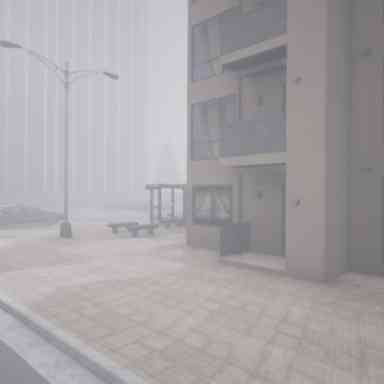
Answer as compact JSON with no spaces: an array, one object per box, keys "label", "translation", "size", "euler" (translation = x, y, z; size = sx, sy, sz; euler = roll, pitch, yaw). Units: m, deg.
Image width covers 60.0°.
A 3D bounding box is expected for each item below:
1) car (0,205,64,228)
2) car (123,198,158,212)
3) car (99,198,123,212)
[{"label":"car","translation":[-11.222,1.538,21.982],"size":[5.357,1.411,2.033],"euler":[0,0,-44]},{"label":"car","translation":[-4.901,1.564,38.507],"size":[2.033,1.411,5.357],"euler":[0,0,43]},{"label":"car","translation":[-8.652,1.499,39.618],"size":[1.837,1.490,4.892],"euler":[0,0,43]}]
